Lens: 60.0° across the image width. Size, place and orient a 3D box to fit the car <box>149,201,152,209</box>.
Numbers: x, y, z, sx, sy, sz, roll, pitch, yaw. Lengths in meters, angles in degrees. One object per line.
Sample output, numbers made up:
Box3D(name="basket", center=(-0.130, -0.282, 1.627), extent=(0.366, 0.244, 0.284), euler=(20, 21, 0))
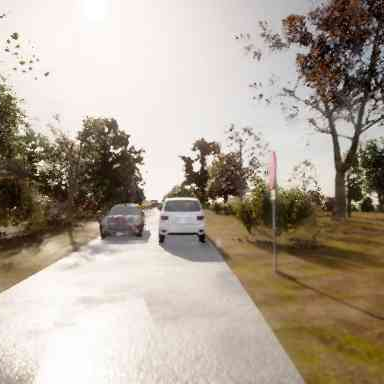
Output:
Box3D(name="car", center=(-7.941, 2.269, 58.540), extent=(1.882, 1.535, 5.008), euler=(0, -2, -6))

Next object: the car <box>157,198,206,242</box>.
Box3D(name="car", center=(-0.582, 1.309, 16.992), extent=(2.150, 2.045, 5.566), euler=(0, -1, -4))

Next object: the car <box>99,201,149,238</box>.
Box3D(name="car", center=(-3.636, 1.446, 18.137), extent=(2.097, 1.767, 4.553), euler=(0, -1, -5))

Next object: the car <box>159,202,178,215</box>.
Box3D(name="car", center=(-2.849, 1.926, 39.848), extent=(2.033, 1.411, 5.357), euler=(0, -1, -7))
